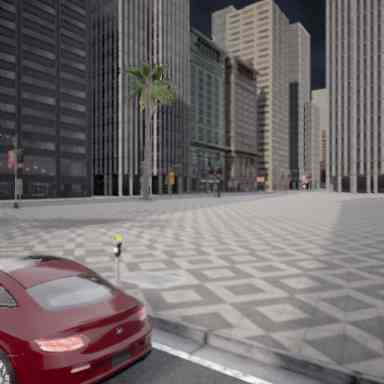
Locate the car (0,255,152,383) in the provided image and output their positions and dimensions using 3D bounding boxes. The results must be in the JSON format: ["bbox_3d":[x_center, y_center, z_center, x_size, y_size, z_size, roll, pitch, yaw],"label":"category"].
[{"bbox_3d":[-2.428,1.571,4.698,4.206,1.307,1.802,0,0,35],"label":"car"}]
